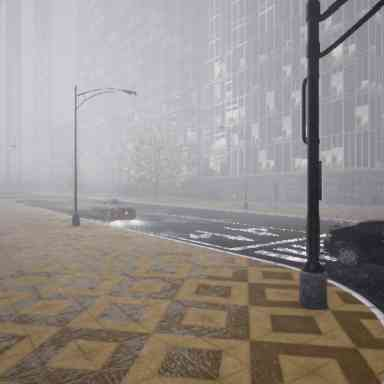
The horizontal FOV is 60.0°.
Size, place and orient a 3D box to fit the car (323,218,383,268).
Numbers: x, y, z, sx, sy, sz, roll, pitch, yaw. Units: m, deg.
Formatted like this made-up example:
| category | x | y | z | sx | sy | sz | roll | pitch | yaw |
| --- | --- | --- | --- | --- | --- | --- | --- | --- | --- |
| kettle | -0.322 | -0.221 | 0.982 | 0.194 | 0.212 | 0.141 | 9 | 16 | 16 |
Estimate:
| category | x | y | z | sx | sy | sz | roll | pitch | yaw |
| --- | --- | --- | --- | --- | --- | --- | --- | --- | --- |
| car | 5.959 | 1.479 | 9.024 | 1.812 | 1.442 | 4.674 | 0 | 1 | -38 |

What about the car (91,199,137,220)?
| category | x | y | z | sx | sy | sz | roll | pitch | yaw |
| --- | --- | --- | --- | --- | --- | --- | --- | --- | --- |
| car | -5.608 | 1.171 | 23.773 | 1.994 | 1.385 | 4.181 | 0 | 1 | -38 |
